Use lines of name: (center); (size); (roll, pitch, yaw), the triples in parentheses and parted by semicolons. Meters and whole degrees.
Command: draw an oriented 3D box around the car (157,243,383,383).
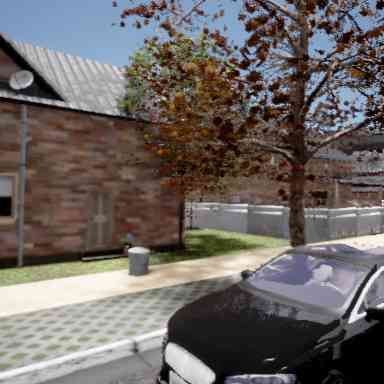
car: (1.897, 1.515, 4.411); (4.902, 1.511, 2.128); (0, 0, -35)
